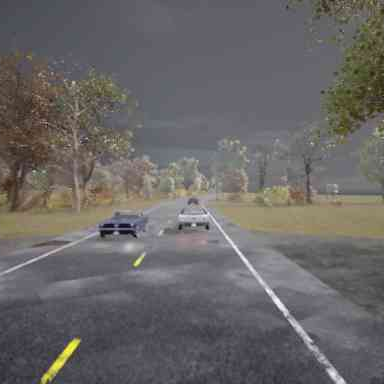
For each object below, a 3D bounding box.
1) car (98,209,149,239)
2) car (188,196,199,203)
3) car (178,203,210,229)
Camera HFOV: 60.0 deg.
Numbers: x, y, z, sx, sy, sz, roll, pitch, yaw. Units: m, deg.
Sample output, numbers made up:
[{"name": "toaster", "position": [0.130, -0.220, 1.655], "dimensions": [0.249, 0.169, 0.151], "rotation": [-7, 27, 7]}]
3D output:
[{"name": "car", "position": [-3.495, 1.621, 17.670], "dimensions": [1.895, 1.301, 4.718], "rotation": [0, 0, 0]}, {"name": "car", "position": [0.274, 1.575, 63.095], "dimensions": [1.837, 1.490, 4.892], "rotation": [0, 0, 1]}, {"name": "car", "position": [0.115, 1.625, 21.708], "dimensions": [1.895, 1.301, 4.718], "rotation": [0, 0, 0]}]
